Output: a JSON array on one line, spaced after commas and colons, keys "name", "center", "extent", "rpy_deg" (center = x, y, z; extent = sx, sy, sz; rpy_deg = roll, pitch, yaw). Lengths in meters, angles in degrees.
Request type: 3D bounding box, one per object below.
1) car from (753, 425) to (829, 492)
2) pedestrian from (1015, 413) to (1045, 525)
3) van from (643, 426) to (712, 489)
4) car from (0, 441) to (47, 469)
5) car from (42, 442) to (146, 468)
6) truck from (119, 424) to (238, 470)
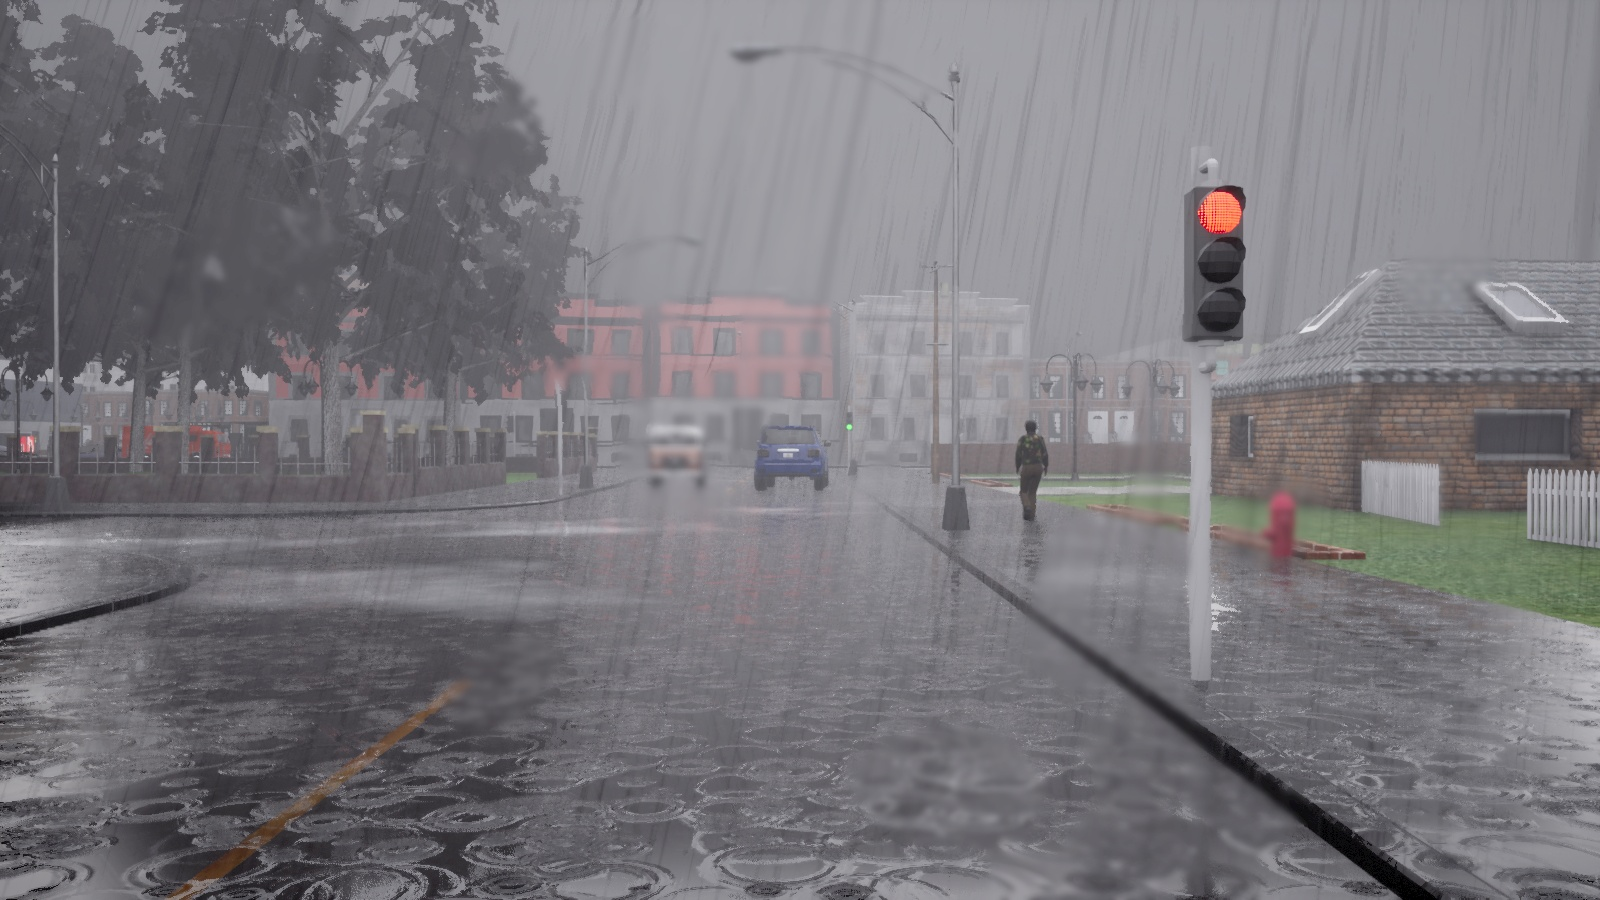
[{"name": "car", "center": [-0.219, 0.234, 40.900], "extent": [2.150, 2.045, 5.566], "rpy_deg": [0, 0, 3]}, {"name": "pedestrian", "center": [4.063, 0.329, 22.170], "extent": [0.395, 1.930, 0.692], "rpy_deg": [0, 0, -1]}, {"name": "van", "center": [-4.137, 0.224, 42.958], "extent": [2.069, 2.038, 4.480], "rpy_deg": [0, 0, -2]}, {"name": "car", "center": [-44.294, 0.279, 68.743], "extent": [4.902, 1.511, 2.128], "rpy_deg": [0, 0, 0]}, {"name": "car", "center": [-40.867, 0.303, 72.754], "extent": [4.792, 1.488, 2.163], "rpy_deg": [0, 0, 0]}, {"name": "truck", "center": [-33.996, -0.158, 68.771], "extent": [5.204, 2.467, 2.627], "rpy_deg": [0, 0, 0]}]
